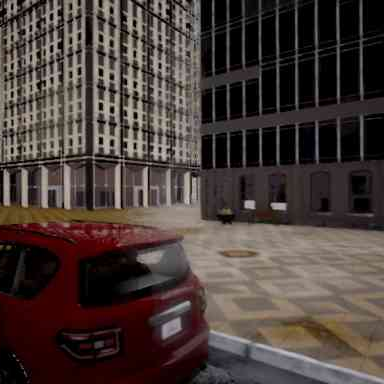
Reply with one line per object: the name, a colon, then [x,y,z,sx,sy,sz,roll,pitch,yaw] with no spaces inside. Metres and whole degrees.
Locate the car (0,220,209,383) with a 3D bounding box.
car: [-2.131,1.303,4.400,5.009,1.841,2.192,0,0,35]
